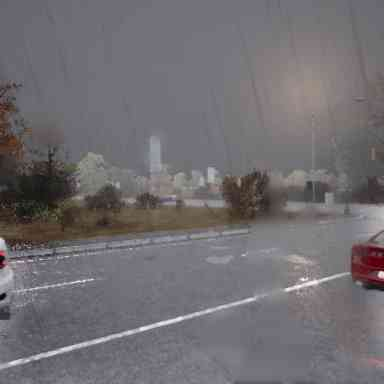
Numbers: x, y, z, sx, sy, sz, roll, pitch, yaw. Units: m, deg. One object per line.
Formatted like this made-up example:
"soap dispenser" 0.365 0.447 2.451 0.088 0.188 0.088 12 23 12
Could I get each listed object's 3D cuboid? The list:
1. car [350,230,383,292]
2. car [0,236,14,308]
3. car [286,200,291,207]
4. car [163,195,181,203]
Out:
"car" 5.730 1.434 7.818 5.008 1.535 1.882 -1 0 -35
"car" -5.495 1.224 4.375 5.566 2.045 2.150 0 0 -35
"car" 10.568 1.205 43.523 2.128 1.511 4.902 -1 0 -39
"car" -3.647 1.251 61.360 1.812 1.442 4.674 -1 0 -38
